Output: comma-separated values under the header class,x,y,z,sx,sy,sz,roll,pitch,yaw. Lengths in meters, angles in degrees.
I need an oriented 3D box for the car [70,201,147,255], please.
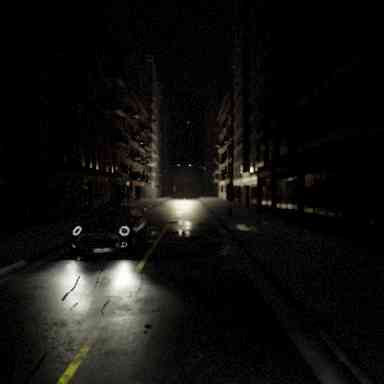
class,x,y,z,sx,sy,sz,roll,pitch,yaw
car,-3.026,1.267,12.896,2.097,1.767,4.553,0,0,0
